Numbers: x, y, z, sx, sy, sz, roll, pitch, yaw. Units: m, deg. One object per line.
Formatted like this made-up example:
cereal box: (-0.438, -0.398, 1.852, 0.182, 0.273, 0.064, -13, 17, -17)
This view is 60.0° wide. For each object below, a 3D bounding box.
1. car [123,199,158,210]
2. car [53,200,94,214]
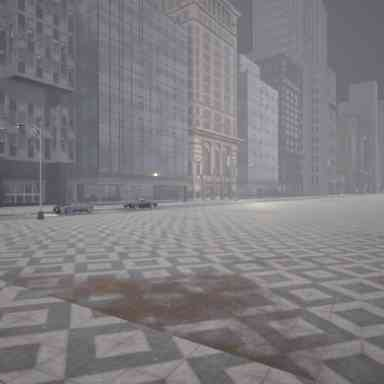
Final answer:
car: (-6.688, 1.600, 43.272, 1.895, 1.301, 4.718, 0, 0, 36)
car: (-12.460, 1.577, 35.163, 1.994, 1.385, 4.181, 0, 0, 37)
